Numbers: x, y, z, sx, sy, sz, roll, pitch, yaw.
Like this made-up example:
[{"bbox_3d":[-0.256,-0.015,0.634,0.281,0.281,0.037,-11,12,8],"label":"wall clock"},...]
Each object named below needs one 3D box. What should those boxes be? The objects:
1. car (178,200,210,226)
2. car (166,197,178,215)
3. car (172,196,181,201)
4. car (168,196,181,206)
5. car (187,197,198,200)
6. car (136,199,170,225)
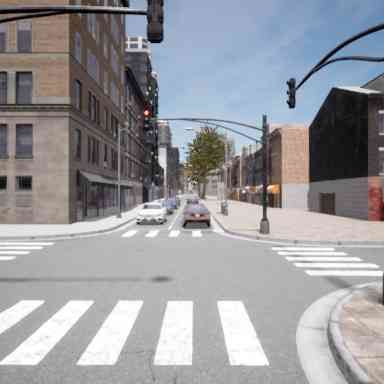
[{"bbox_3d":[0.221,1.534,23.335,2.033,1.411,5.357,0,0,-2],"label":"car"},{"bbox_3d":[-2.860,1.527,33.962,2.033,1.411,5.357,0,0,0],"label":"car"},{"bbox_3d":[-2.834,1.502,43.676,1.812,1.442,4.674,0,0,0],"label":"car"},{"bbox_3d":[-2.822,1.479,53.767,1.837,1.490,4.892,0,0,0],"label":"car"},{"bbox_3d":[0.081,1.538,55.428,1.994,1.385,4.181,0,0,0],"label":"car"},{"bbox_3d":[-2.857,1.512,24.352,1.812,1.442,4.674,0,0,0],"label":"car"}]
